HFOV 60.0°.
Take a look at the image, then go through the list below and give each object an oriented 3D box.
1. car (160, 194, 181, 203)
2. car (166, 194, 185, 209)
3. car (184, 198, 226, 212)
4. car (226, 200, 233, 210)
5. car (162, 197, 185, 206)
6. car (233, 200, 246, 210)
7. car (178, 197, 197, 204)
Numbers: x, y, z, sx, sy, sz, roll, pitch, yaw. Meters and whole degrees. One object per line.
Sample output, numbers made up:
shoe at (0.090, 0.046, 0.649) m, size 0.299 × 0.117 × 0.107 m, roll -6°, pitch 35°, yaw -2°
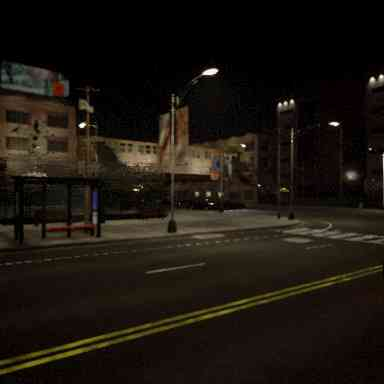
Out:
car at (-5.349, 1.562, 81.268) m, size 2.435 × 2.045 × 5.566 m, roll 0°, pitch 0°, yaw -35°
car at (-2.200, 1.553, 47.592) m, size 2.185 × 1.767 × 4.553 m, roll 0°, pitch 0°, yaw -35°
car at (1.596, 1.672, 42.407) m, size 2.097 × 1.535 × 5.008 m, roll 0°, pitch 0°, yaw -35°
car at (2.777, 1.758, 45.610) m, size 2.033 × 1.411 × 5.357 m, roll 0°, pitch 0°, yaw -35°
car at (-3.375, 1.728, 60.596) m, size 1.882 × 1.535 × 5.008 m, roll 0°, pitch 0°, yaw -35°
car at (5.754, 1.795, 47.467) m, size 1.994 × 1.385 × 4.181 m, roll 0°, pitch 0°, yaw -35°
car at (-1.074, 1.920, 75.232) m, size 1.895 × 1.301 × 4.718 m, roll 0°, pitch 0°, yaw -35°
